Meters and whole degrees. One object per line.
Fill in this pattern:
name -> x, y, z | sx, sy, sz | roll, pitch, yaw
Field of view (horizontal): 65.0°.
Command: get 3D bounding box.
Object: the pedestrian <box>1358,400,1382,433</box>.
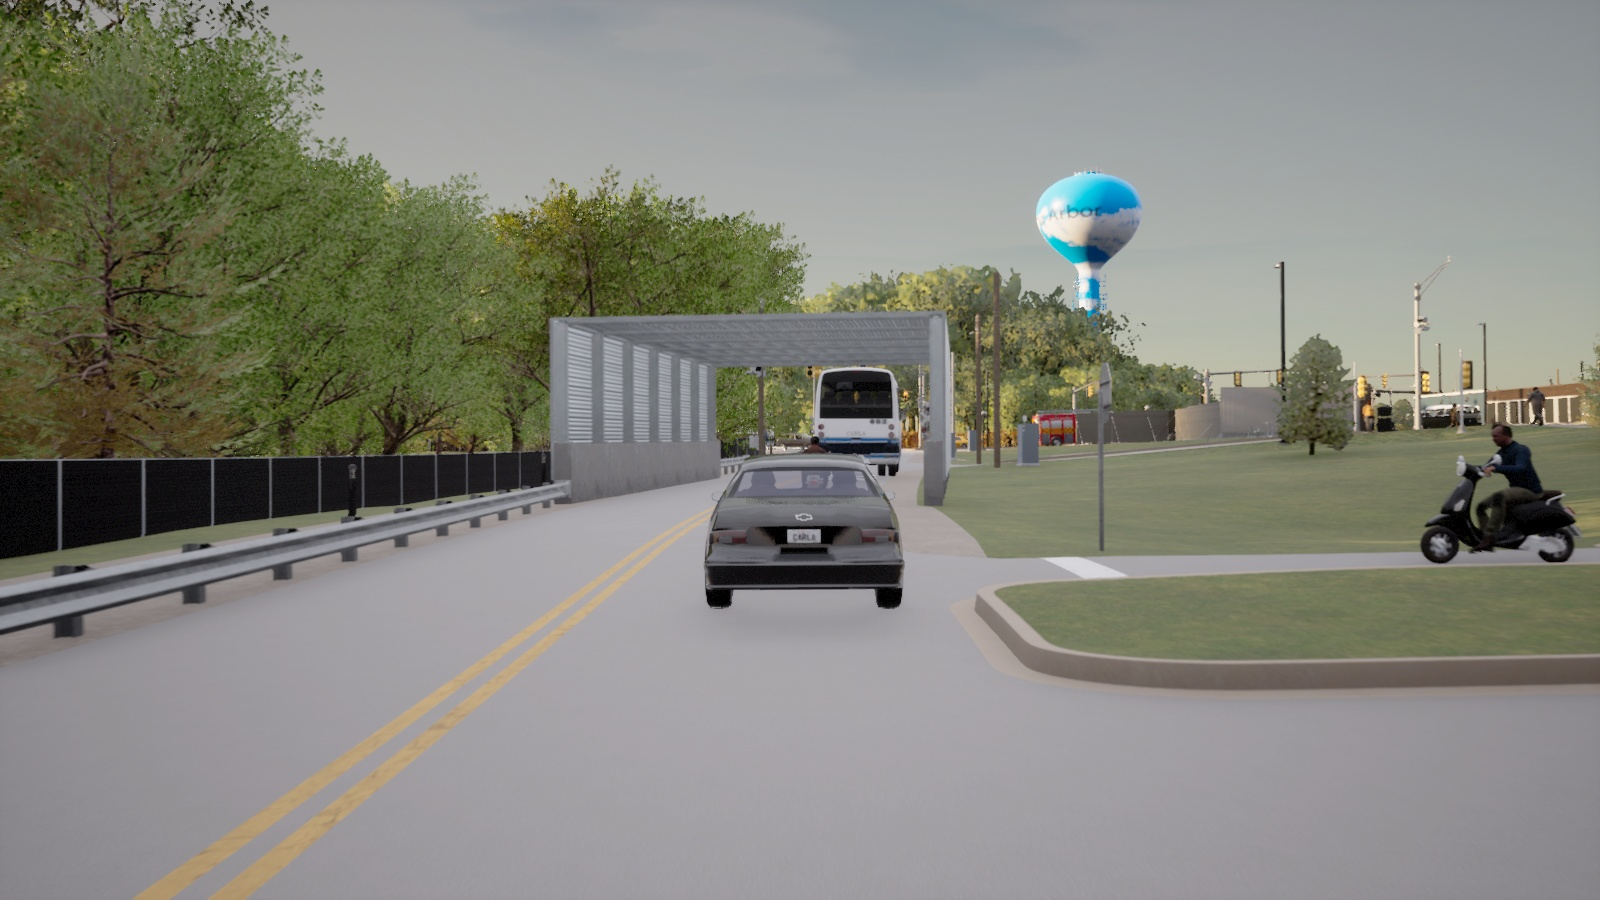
pedestrian -> 32.564, -1.888, 71.723 | 0.874, 1.855, 0.900 | 0, -1, -16

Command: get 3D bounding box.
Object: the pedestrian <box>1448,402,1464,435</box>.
pedestrian -> 38.250, -1.838, 73.202 | 0.692, 1.930, 0.396 | 0, -1, 6

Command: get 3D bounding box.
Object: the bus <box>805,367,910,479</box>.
bus -> 2.631, -1.104, 53.139 | 3.944, 4.253, 10.273 | 0, 1, 5

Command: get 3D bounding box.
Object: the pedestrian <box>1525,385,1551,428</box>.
pedestrian -> 34.344, -2.022, 58.446 | 0.659, 1.952, 0.873 | 0, -1, -1

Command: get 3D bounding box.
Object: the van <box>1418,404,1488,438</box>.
van -> 41.522, -1.824, 79.988 | 2.069, 2.038, 4.480 | 0, -1, -1

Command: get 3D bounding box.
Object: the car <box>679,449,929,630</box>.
car -> 0.037, 0.731, 12.906 | 2.033, 1.411, 5.357 | 0, 1, 0

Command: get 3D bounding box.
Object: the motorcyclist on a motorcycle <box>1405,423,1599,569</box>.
motorcyclist on a motorcycle -> 7.921, 0.511, 14.121 | 1.817, 1.590, 0.866 | 0, -1, 0
